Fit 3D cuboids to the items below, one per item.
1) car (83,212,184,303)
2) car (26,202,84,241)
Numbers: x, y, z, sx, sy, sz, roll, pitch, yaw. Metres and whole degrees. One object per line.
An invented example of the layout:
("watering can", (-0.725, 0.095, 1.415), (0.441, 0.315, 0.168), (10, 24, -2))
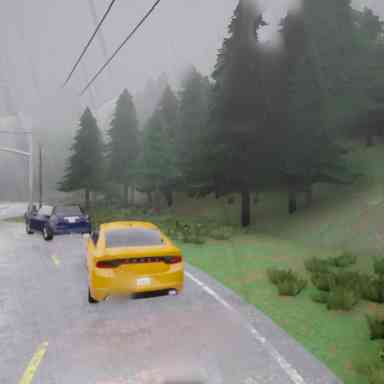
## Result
("car", (-1.665, 1.475, 8.400), (1.882, 1.535, 5.008), (0, 0, -18))
("car", (-6.928, 1.346, 17.052), (2.097, 1.767, 4.553), (0, 0, -40))
